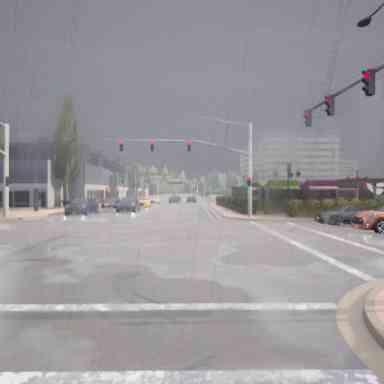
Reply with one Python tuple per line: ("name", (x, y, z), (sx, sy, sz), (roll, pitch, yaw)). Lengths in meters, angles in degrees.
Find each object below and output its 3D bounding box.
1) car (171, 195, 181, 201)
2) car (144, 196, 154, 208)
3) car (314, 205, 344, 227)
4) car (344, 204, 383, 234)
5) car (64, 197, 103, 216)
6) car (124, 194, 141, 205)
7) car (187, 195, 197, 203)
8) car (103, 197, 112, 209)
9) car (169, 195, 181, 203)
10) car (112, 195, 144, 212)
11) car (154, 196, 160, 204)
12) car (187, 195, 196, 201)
("car", (-3.568, 1.358, 75.116), (1.994, 1.385, 4.181), (0, 0, 0))
("car", (-7.125, 1.435, 47.714), (1.882, 1.535, 5.008), (0, 0, 0))
("car", (10.367, 1.544, 22.153), (4.181, 1.385, 1.994), (0, 0, -1))
("car", (11.424, 1.335, 18.648), (4.553, 1.767, 2.097), (0, 0, -2))
("car", (-10.705, 1.323, 32.537), (2.097, 1.767, 4.553), (0, 0, 2))
("car", (-10.613, 1.298, 59.531), (2.097, 1.767, 4.553), (0, 0, 0))
("car", (-0.058, 1.434, 64.846), (2.128, 1.511, 4.902), (0, 0, 0))
("car", (-10.631, 1.452, 43.810), (2.128, 1.511, 4.902), (0, 0, 0))
("car", (-3.558, 1.490, 64.842), (2.033, 1.411, 5.357), (0, 0, 0))
("car", (-7.120, 1.319, 37.379), (2.097, 1.767, 4.553), (0, 0, 0))
("car", (-7.097, 1.471, 61.730), (1.812, 1.442, 4.674), (0, 0, 0))
("car", (-0.068, 1.401, 75.151), (1.895, 1.301, 4.718), (0, 0, 0))
